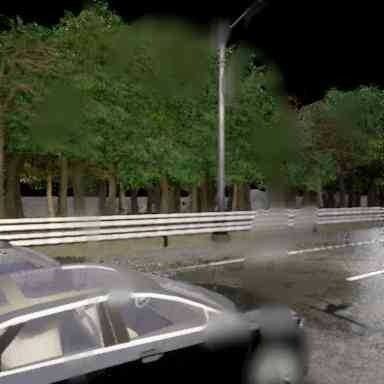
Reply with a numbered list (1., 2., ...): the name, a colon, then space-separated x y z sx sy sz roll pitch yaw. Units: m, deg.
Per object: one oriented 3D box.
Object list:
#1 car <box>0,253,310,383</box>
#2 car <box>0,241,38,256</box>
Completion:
1. car: -0.848 1.504 3.267 4.902 1.511 2.128 1 0 -35
2. car: -3.560 1.547 5.487 5.357 1.411 2.033 1 -1 -35
